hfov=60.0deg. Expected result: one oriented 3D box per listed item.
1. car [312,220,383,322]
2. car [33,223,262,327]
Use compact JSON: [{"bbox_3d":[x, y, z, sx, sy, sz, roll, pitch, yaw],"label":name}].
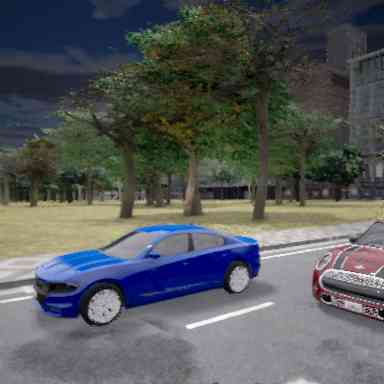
[{"bbox_3d":[4.572,1.355,6.962,4.553,1.767,2.097,0,0,-36],"label":"car"},{"bbox_3d":[-0.679,1.475,7.201,5.008,1.535,1.882,0,0,-36],"label":"car"}]
